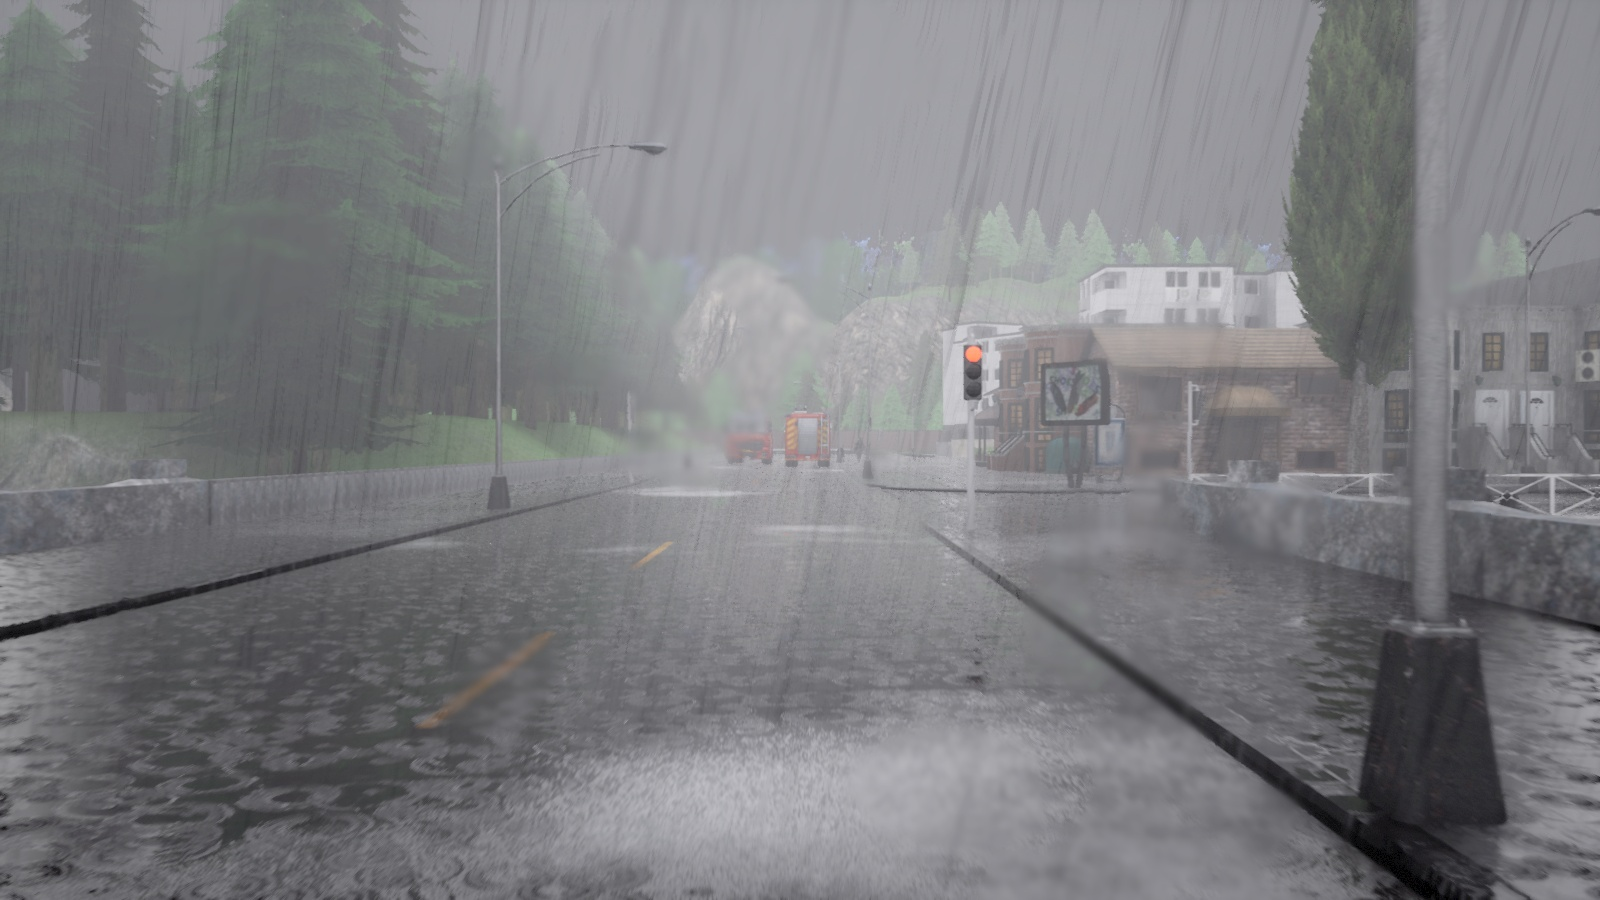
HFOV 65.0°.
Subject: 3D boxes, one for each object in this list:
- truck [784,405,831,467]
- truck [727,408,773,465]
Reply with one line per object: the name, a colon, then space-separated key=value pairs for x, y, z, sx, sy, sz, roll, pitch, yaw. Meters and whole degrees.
truck: x=0.503 y=-0.882 z=82.343 sx=2.891 sy=3.827 sz=8.468 roll=0 pitch=0 yaw=0
truck: x=-3.454 y=-0.924 z=89.258 sx=2.891 sy=3.827 sz=8.468 roll=0 pitch=0 yaw=0
